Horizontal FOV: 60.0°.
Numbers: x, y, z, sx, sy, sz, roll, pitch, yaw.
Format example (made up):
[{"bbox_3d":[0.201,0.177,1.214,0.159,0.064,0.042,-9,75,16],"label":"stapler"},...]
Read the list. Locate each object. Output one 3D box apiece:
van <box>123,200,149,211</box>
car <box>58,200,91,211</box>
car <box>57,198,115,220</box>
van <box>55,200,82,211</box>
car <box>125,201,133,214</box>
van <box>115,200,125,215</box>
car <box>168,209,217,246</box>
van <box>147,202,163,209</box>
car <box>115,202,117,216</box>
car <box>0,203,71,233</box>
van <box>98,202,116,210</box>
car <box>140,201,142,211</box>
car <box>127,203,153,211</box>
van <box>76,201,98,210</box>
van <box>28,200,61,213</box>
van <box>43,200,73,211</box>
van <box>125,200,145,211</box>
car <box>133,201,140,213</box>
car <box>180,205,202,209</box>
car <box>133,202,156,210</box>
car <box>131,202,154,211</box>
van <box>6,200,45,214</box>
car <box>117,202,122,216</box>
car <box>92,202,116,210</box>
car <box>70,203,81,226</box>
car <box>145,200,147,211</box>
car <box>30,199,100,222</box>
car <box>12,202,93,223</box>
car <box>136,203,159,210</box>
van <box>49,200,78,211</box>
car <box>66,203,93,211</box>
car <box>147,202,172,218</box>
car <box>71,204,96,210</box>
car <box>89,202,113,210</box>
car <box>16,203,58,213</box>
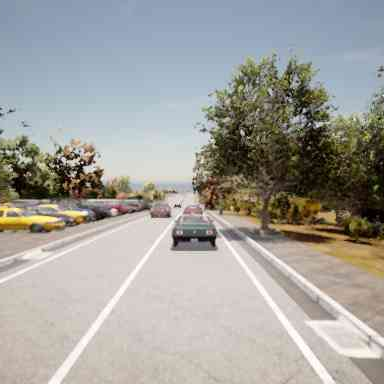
[{"bbox_3d":[-10.203,2.501,60.768,4.442,1.987,1.878,0,-2,0],"label":"van"},{"bbox_3d":[-23.369,2.713,66.330,5.566,2.045,2.435,0,-2,0],"label":"car"},{"bbox_3d":[-10.304,1.605,30.260,5.566,2.045,2.435,0,-2,0],"label":"car"},{"bbox_3d":[-23.515,2.620,63.561,4.442,1.987,1.878,0,-2,0],"label":"van"},{"bbox_3d":[-10.333,2.151,41.354,5.008,1.535,2.097,0,-2,0],"label":"car"},{"bbox_3d":[-10.446,1.852,38.585,4.442,1.987,1.878,0,-2,0],"label":"van"},{"bbox_3d":[0.099,1.706,15.780,1.895,1.301,4.718,0,-1,0],"label":"car"},{"bbox_3d":[-10.422,3.921,94.052,4.442,1.987,1.878,0,-2,0],"label":"van"},{"bbox_3d":[-10.361,1.960,33.028,4.792,1.488,2.163,0,-2,0],"label":"car"},{"bbox_3d":[-10.152,1.608,19.167,5.366,1.575,1.946,0,-1,0],"label":"car"},{"bbox_3d":[-23.270,3.807,91.363,4.442,1.987,1.878,0,-2,0],"label":"van"},{"bbox_3d":[-10.327,2.413,49.679,4.674,1.452,2.002,0,-2,0],"label":"car"},{"bbox_3d":[-10.312,2.963,66.306,5.008,1.535,2.097,0,-2,0],"label":"car"},{"bbox_3d":[-23.510,3.093,74.631,4.442,1.987,1.878,0,-2,0],"label":"van"},{"bbox_3d":[-23.286,2.225,52.628,4.442,1.987,1.878,0,-2,0],"label":"van"},{"bbox_3d":[-23.284,2.384,58.018,4.442,1.987,1.878,0,-2,0],"label":"van"},{"bbox_3d":[-10.207,2.221,52.461,4.442,1.987,1.878,0,-2,0],"label":"van"},{"bbox_3d":[-10.296,2.329,46.902,4.792,1.488,2.163,0,-2,0],"label":"car"},{"bbox_3d":[0.096,2.011,33.113,1.994,1.385,4.181,0,-1,0],"label":"car"},{"bbox_3d":[-10.284,3.075,71.859,4.553,1.767,2.185,0,-2,0],"label":"car"},{"bbox_3d":[-10.285,2.956,69.085,4.553,1.767,2.185,0,-2,0],"label":"car"},{"bbox_3d":[-23.522,2.078,47.091,4.442,1.987,1.878,0,-2,0],"label":"van"},{"bbox_3d":[-10.333,2.044,35.802,4.674,1.452,2.002,0,-2,0],"label":"car"},{"bbox_3d":[-23.360,3.663,88.597,5.566,2.045,2.435,0,-2,0],"label":"car"},{"bbox_3d":[-10.342,1.662,21.935,4.892,1.521,2.231,0,-1,0],"label":"car"},{"bbox_3d":[-10.351,2.550,55.235,4.792,1.488,2.163,0,-2,0],"label":"car"},{"bbox_3d":[-10.365,1.660,27.486,4.553,1.767,2.185,0,-2,0],"label":"car"},{"bbox_3d":[-10.341,1.719,24.707,5.008,1.535,2.097,0,-1,0],"label":"car"},{"bbox_3d":[-10.306,3.438,77.401,4.892,1.521,2.231,0,-2,0],"label":"car"},{"bbox_3d":[-23.516,2.508,60.918,4.442,1.987,1.878,0,-2,0],"label":"van"},{"bbox_3d":[-23.390,3.087,69.211,5.008,1.535,2.097,0,-2,0],"label":"car"},{"bbox_3d":[-3.346,1.888,36.507,2.097,1.767,4.553,0,-2,0],"label":"car"},{"bbox_3d":[-23.393,3.246,71.978,4.674,1.452,2.002,0,-2,0],"label":"car"},{"bbox_3d":[-23.361,3.545,85.829,5.566,2.045,2.435,0,-2,0],"label":"car"},{"bbox_3d":[-23.220,2.374,49.855,5.366,1.575,1.946,0,-2,0],"label":"car"}]
